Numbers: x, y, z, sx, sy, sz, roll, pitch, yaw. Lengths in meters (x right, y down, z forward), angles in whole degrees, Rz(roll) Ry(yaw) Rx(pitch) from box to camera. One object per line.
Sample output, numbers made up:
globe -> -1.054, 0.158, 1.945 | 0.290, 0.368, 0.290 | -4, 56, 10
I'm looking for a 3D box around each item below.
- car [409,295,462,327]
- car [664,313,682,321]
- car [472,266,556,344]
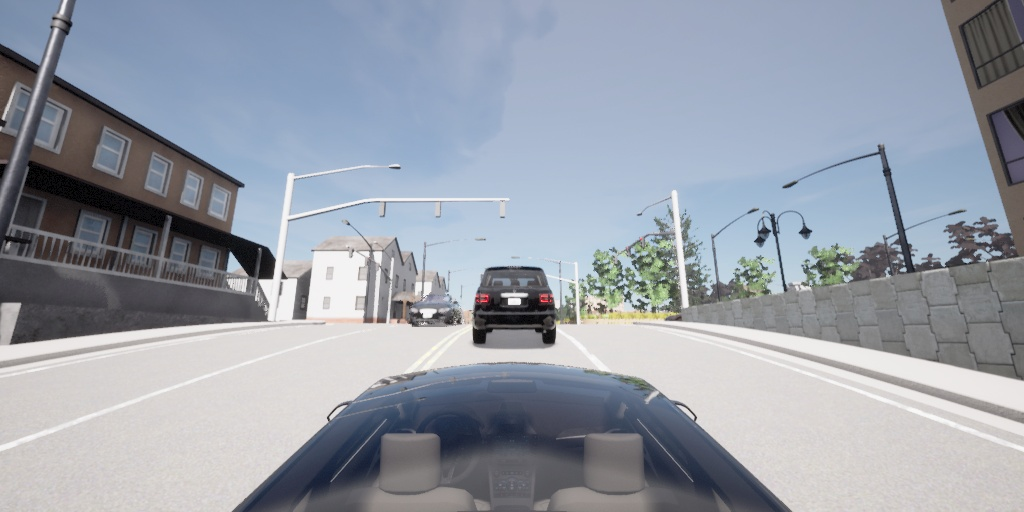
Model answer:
car -> -3.557, 2.624, 17.475 | 2.128, 1.511, 4.902 | 0, -9, -1
car -> 15.863, 5.433, 31.688 | 4.553, 1.767, 2.097 | 0, -12, 1
car -> 0.062, 1.496, 11.141 | 2.150, 2.045, 5.566 | 0, -7, 0
